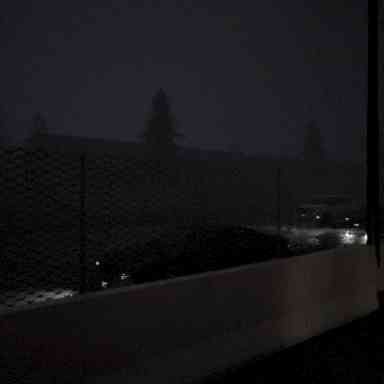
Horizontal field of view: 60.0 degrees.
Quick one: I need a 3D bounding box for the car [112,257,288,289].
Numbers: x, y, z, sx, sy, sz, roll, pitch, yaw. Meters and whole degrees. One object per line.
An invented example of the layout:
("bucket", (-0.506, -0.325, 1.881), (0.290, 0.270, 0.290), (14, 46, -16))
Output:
("car", (0.309, 1.550, 8.518), (5.357, 1.411, 2.033), (0, 0, -36))
